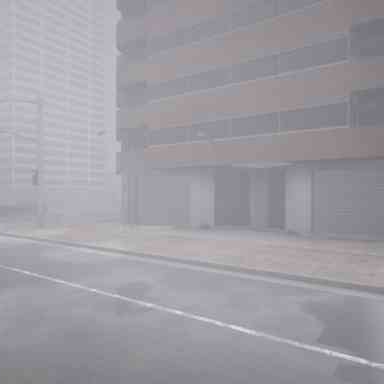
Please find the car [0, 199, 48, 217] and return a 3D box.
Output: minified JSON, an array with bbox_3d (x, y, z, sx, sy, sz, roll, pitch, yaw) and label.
[{"bbox_3d":[-16.389,1.476,31.795,1.882,1.535,5.008,0,0,34],"label":"car"}]
